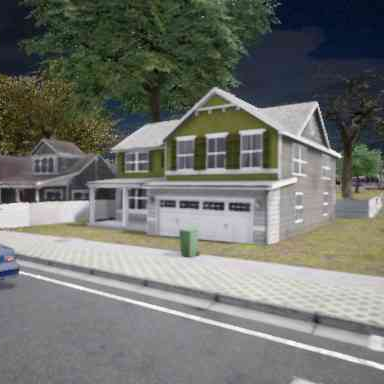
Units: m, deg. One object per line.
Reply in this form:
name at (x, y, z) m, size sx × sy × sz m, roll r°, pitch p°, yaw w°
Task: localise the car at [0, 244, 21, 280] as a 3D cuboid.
car at (-6.616, 1.601, 8.663) m, size 5.357 × 1.411 × 2.033 m, roll 0°, pitch 0°, yaw 35°
